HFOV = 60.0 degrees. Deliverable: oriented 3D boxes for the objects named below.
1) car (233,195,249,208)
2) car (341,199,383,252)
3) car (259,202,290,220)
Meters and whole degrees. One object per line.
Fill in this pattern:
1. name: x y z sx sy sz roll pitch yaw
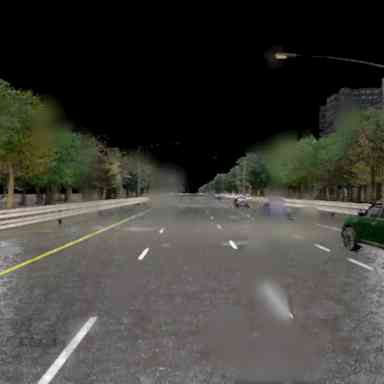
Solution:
1. car: 7.010 1.553 48.134 1.812 1.442 4.674 0 0 0
2. car: 6.998 1.222 10.838 2.150 2.045 5.566 0 0 0
3. car: 6.994 1.535 28.298 1.812 1.442 4.674 0 0 0
